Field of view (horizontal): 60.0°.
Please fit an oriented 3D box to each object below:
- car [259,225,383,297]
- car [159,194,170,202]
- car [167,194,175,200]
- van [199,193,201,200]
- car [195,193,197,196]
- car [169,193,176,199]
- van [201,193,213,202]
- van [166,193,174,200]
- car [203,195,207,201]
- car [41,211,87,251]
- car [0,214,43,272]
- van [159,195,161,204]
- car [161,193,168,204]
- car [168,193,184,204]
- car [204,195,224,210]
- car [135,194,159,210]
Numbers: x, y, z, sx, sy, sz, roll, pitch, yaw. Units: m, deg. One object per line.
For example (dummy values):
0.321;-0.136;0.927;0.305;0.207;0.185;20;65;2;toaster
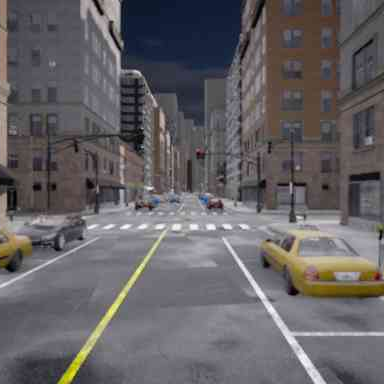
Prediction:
2.857;1.502;8.429;1.752;1.417;4.829;0;0;0;car
-5.662;1.279;68.066;1.967;1.590;4.097;0;0;0;car
-5.659;1.342;90.072;2.008;1.369;4.403;0;0;0;car
2.863;1.180;68.065;1.690;1.788;3.998;0;0;0;van
2.866;1.094;95.571;2.192;1.841;5.009;0;0;0;car
-5.659;1.123;95.468;1.690;1.788;3.998;0;0;0;car
2.862;1.205;57.062;1.690;1.788;3.998;0;0;0;van
-5.660;1.144;84.571;1.690;1.788;3.998;0;0;0;van
2.861;1.454;46.060;1.947;1.339;4.313;0;0;0;car
-5.668;1.514;13.786;2.008;1.369;4.403;0;0;0;car
-5.669;1.504;8.091;1.752;1.417;4.829;0;0;0;car
-5.665;1.230;46.061;1.690;1.788;3.998;0;0;0;van
-5.663;1.304;57.064;1.967;1.590;4.097;0;0;0;car
-2.994;1.410;58.663;2.033;1.411;5.357;0;0;0;car
2.861;1.445;40.558;1.887;1.381;4.507;0;0;0;car
-5.666;1.216;40.559;2.192;1.841;5.009;0;0;0;car
